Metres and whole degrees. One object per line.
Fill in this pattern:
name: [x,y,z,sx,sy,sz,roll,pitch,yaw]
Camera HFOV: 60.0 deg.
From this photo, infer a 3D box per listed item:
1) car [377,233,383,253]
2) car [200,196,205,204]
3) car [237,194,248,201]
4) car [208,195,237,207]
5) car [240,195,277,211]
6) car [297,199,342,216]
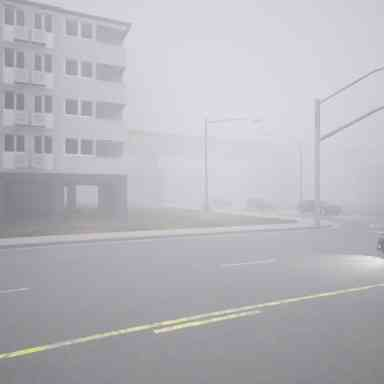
car: [8.590,1.564,11.671,4.181,1.385,1.994,0,0,-24]
car: [2.534,1.505,61.434,1.837,1.490,4.892,0,0,3]
car: [11.176,1.540,75.348,2.033,1.411,5.357,0,0,41]
car: [4.509,1.505,51.301,1.837,1.490,4.892,0,0,-21]
car: [8.660,1.492,42.017,2.128,1.511,4.902,0,0,-25]
car: [12.713,1.505,33.453,1.837,1.490,4.892,0,0,-25]
